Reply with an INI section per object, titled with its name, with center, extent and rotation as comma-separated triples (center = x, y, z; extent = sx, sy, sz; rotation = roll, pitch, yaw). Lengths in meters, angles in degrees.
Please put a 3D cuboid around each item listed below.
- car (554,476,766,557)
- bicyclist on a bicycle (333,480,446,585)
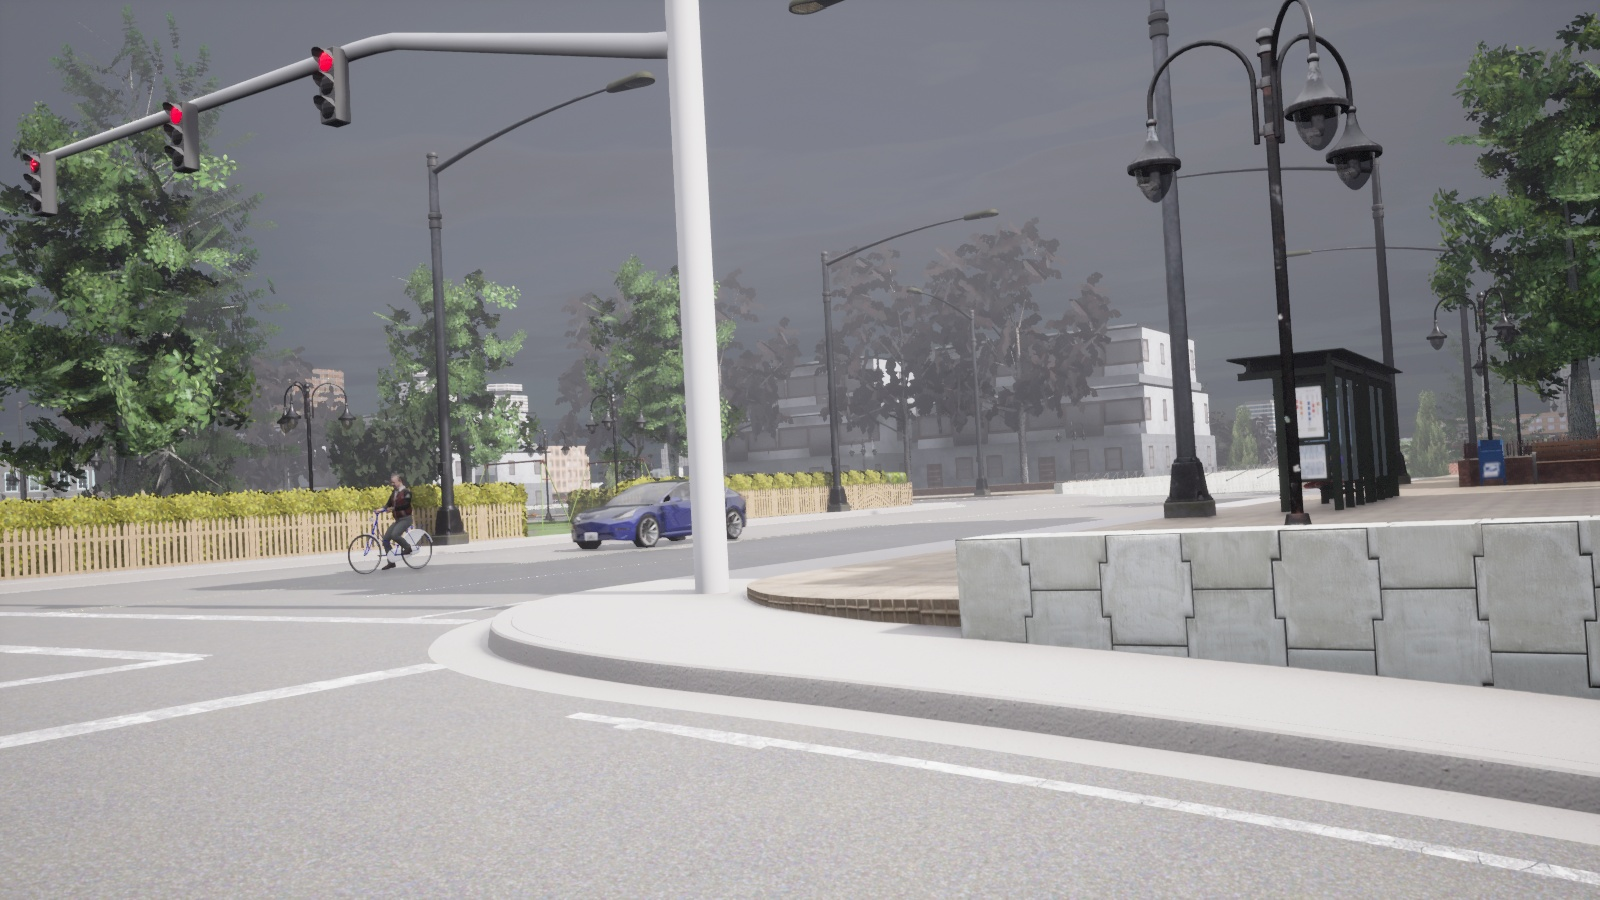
[car]
center = -3.123, 1.489, 29.021
extent = 2.163, 1.488, 4.792
rotation = -5, -2, 34
[bicyclist on a bicycle]
center = -7.417, 1.470, 22.765
extent = 0.659, 1.776, 1.843
rotation = -5, -2, 34
